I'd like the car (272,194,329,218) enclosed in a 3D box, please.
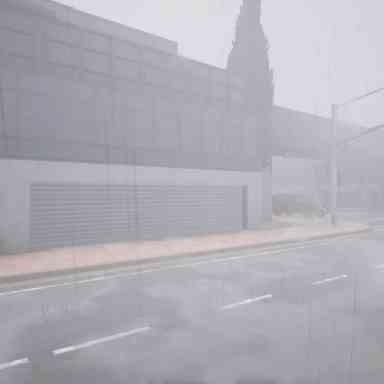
[{"bbox_3d":[9.615,1.222,30.422,2.150,2.045,5.566,0,0,-37],"label":"car"}]

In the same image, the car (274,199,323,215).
[{"bbox_3d":[10.960,1.526,34.480,1.812,1.442,4.674,0,0,-37],"label":"car"}]
